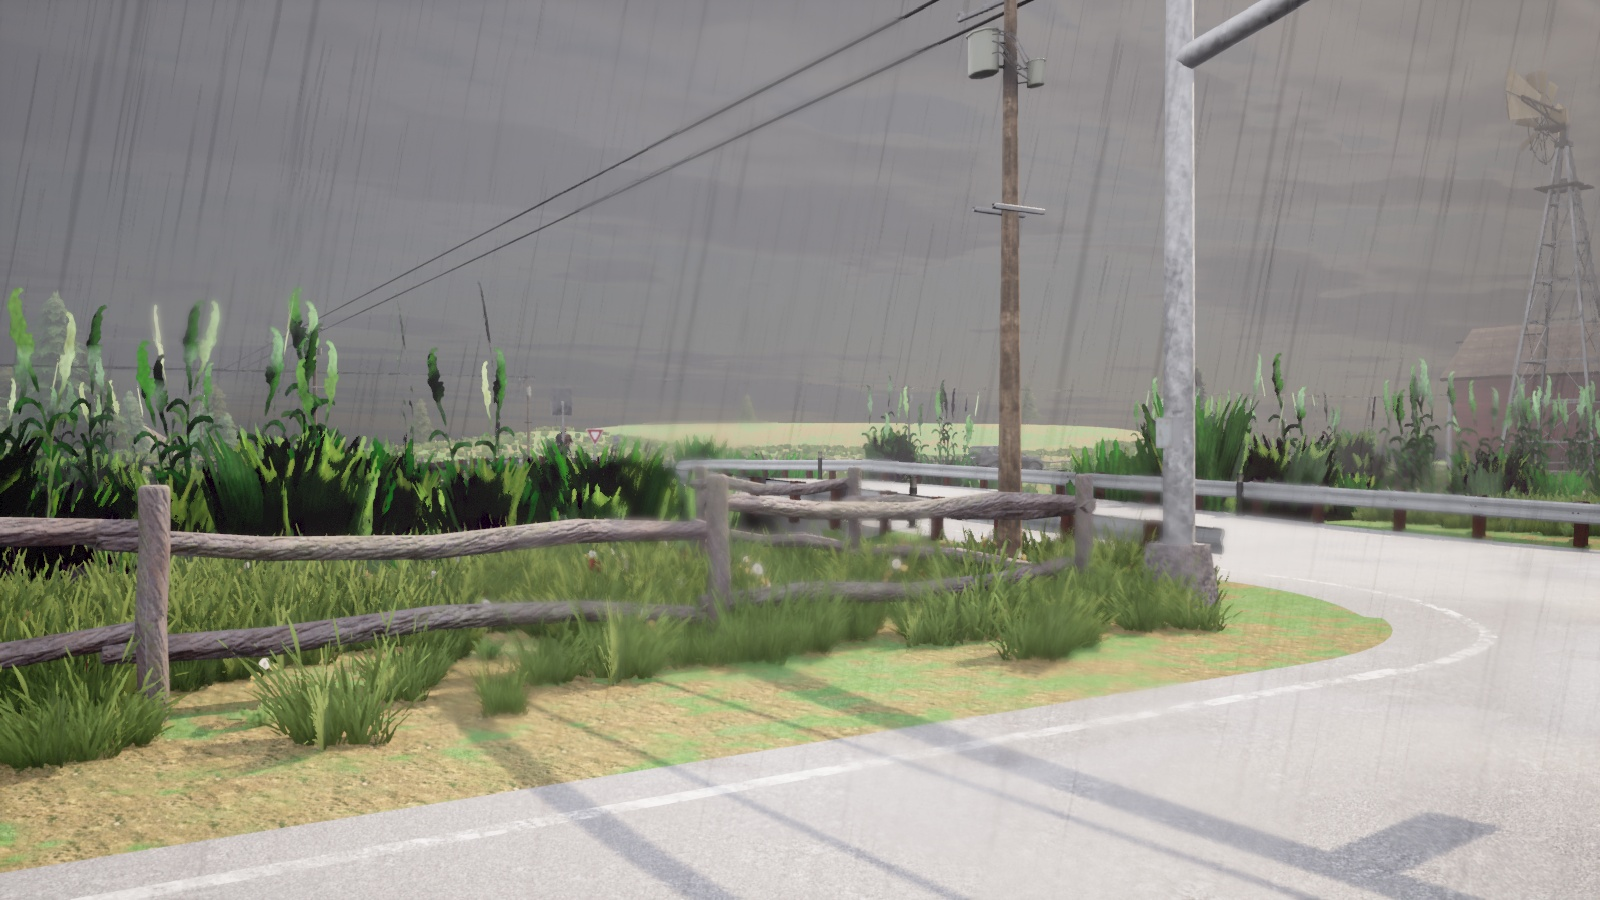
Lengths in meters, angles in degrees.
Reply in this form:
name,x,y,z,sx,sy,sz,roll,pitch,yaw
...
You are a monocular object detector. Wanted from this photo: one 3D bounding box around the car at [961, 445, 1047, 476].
name,x,y,z,sx,sy,sz,roll,pitch,yaw
car,13.538,0.673,83.054,5.566,2.045,2.150,0,0,-32
